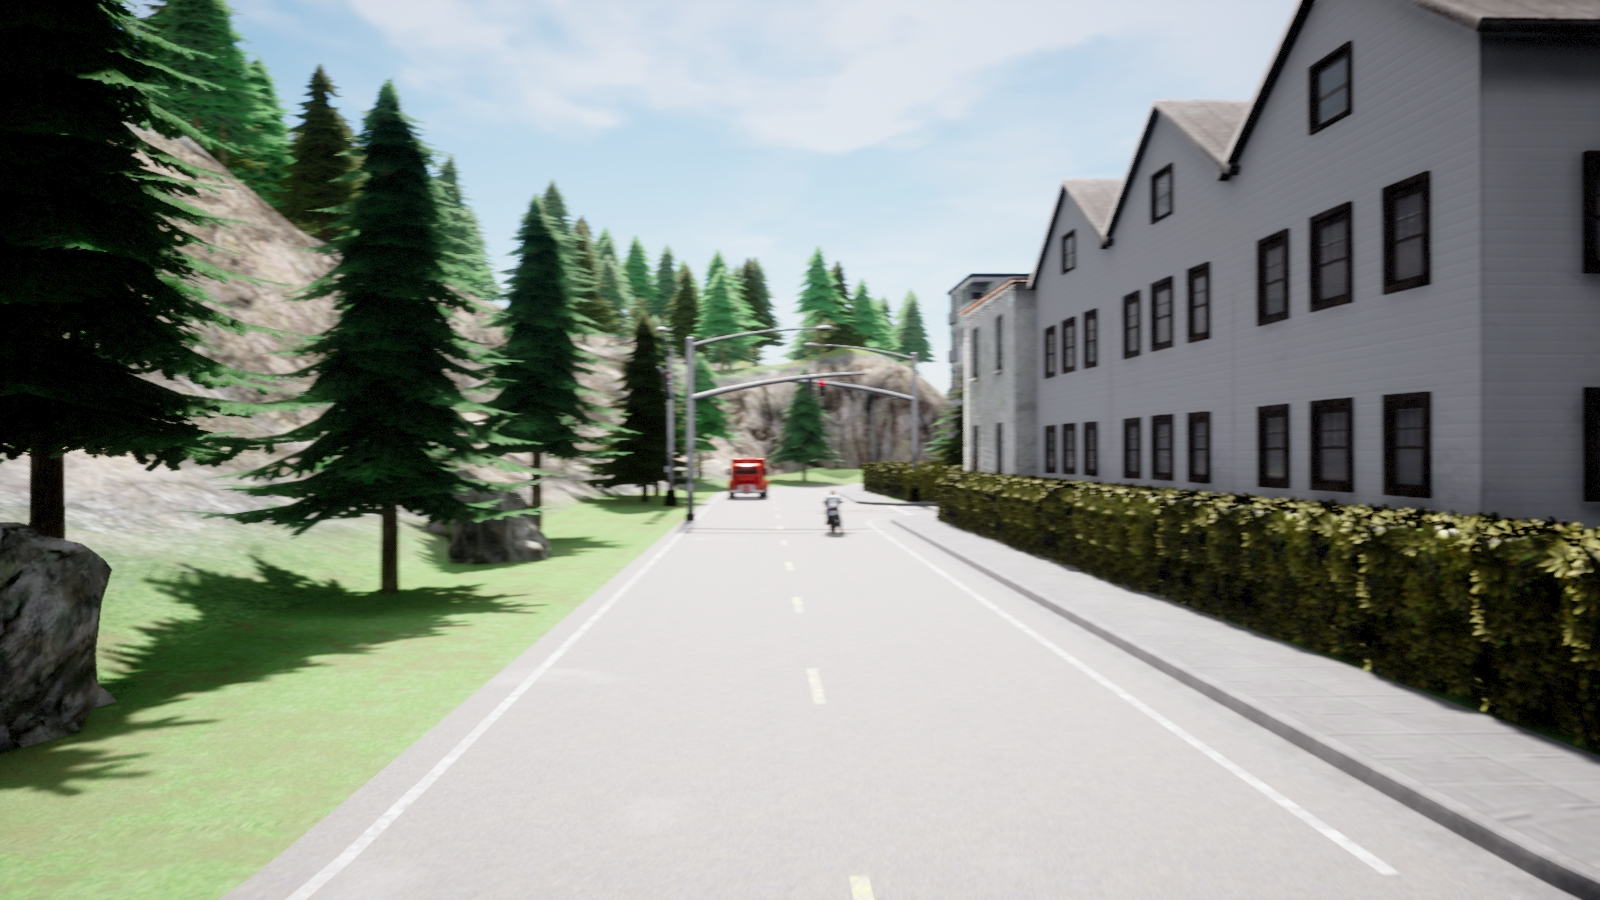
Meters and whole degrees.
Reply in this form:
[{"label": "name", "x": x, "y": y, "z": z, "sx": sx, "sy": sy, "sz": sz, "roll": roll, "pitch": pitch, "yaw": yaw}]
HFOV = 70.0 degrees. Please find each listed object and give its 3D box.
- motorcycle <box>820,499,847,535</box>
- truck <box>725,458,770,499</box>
[{"label": "motorcycle", "x": 1.142, "y": 2.295, "z": 39.538, "sx": 0.803, "sy": 1.145, "sz": 2.033, "roll": 0, "pitch": 0, "yaw": -2}, {"label": "truck", "x": -3.252, "y": 1.740, "z": 71.313, "sx": 2.627, "sy": 2.467, "sz": 5.204, "roll": 0, "pitch": 0, "yaw": -1}]
